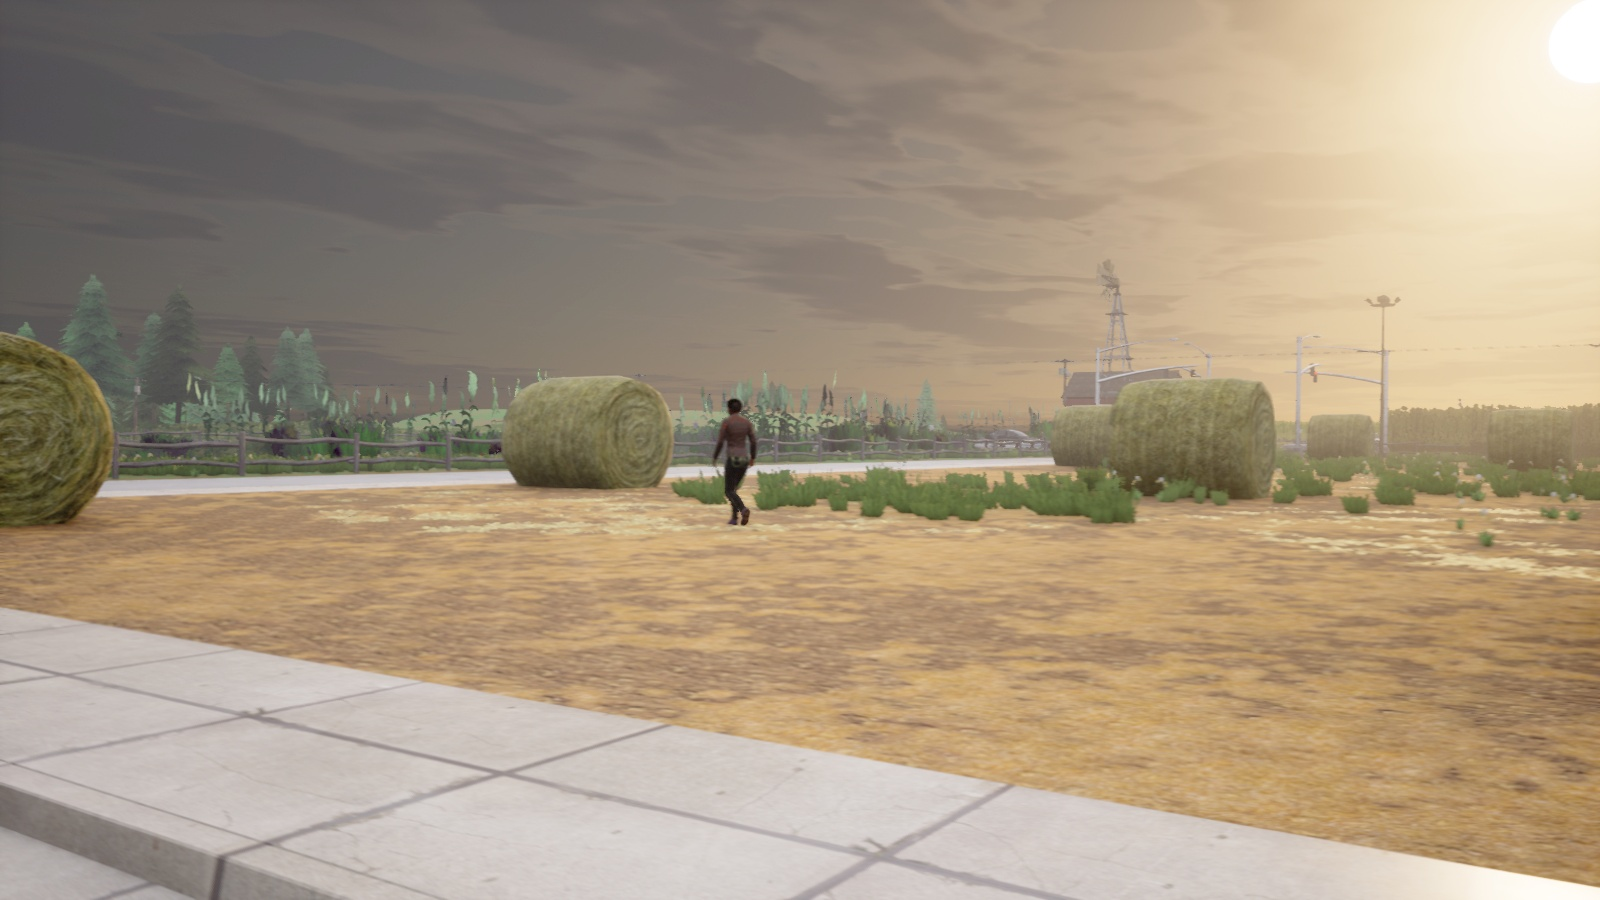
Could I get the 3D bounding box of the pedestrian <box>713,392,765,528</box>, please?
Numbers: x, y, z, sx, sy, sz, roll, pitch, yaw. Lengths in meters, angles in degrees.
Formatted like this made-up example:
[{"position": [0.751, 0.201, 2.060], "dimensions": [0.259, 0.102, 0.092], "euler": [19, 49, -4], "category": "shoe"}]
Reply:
[{"position": [-0.840, 0.130, 17.142], "dimensions": [0.328, 1.805, 0.869], "euler": [-1, 1, -31], "category": "pedestrian"}]
